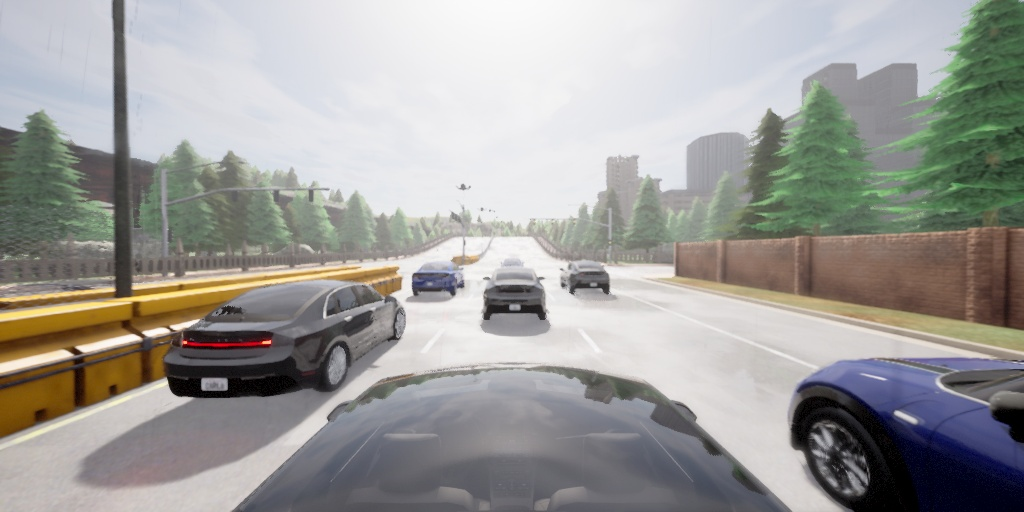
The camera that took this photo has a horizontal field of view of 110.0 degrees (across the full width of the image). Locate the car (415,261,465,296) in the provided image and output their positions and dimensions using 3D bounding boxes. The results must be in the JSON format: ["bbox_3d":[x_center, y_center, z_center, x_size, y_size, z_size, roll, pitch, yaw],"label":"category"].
[{"bbox_3d":[-3.439,0.978,17.457,1.882,1.535,5.008,0,1,0],"label":"car"}]

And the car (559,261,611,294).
[{"bbox_3d":[3.561,0.993,18.070,1.837,1.490,4.892,0,0,0],"label":"car"}]

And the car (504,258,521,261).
[{"bbox_3d":[0.034,0.857,28.079,1.812,1.442,4.674,0,1,0],"label":"car"}]

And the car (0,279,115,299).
[{"bbox_3d":[-10.550,1.249,8.201,1.895,1.301,4.718,0,1,0],"label":"car"}]

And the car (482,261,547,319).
[{"bbox_3d":[0.073,1.091,11.968,1.837,1.490,4.892,0,1,0],"label":"car"}]

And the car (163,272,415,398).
[{"bbox_3d":[-3.412,1.180,6.526,1.837,1.490,4.892,0,1,0],"label":"car"}]

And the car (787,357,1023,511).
[{"bbox_3d":[3.600,1.107,1.428,2.097,1.767,4.553,0,1,0],"label":"car"}]
